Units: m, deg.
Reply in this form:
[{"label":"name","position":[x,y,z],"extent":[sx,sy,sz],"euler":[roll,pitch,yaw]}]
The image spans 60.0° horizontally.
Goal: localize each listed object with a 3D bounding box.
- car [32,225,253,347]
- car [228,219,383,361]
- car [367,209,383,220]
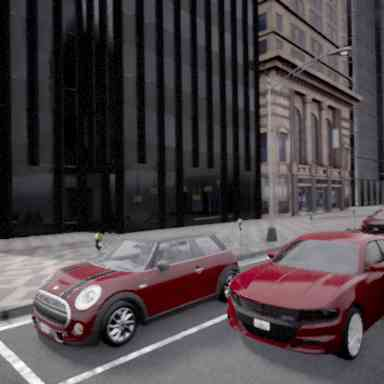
[{"label":"car","position":[-0.861,1.546,6.520],"extent":[1.967,1.590,4.097],"euler":[-2,-1,44]},{"label":"car","position":[2.694,1.524,6.312],"extent":[1.882,1.535,5.008],"euler":[-2,-1,45]},{"label":"car","position":[10.746,1.614,18.151],"extent":[1.887,1.381,4.507],"euler":[-2,-1,45]}]
